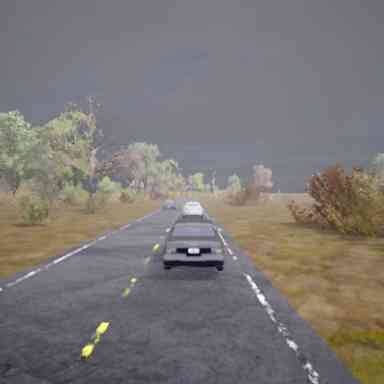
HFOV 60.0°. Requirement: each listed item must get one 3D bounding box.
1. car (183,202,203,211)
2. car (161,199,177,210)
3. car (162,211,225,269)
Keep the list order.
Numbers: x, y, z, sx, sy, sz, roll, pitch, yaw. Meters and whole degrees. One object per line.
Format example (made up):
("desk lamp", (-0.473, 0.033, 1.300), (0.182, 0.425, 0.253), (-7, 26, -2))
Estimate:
("car", (0.075, 1.682, 32.198), (1.812, 1.442, 4.674), (0, 0, 0))
("car", (-3.102, 1.750, 46.373), (1.812, 1.442, 4.674), (0, 0, 0))
("car", (0.063, 1.603, 11.268), (2.033, 1.411, 5.357), (0, 0, 0))
